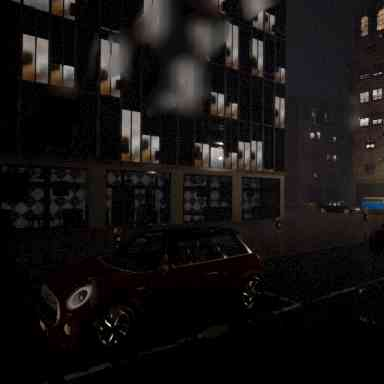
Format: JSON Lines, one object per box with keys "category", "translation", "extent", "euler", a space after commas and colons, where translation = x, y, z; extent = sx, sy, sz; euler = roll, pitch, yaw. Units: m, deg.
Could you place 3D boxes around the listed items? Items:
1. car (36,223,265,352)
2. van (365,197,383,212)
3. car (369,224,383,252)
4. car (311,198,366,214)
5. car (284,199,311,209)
{"category": "car", "translation": [-0.607, 1.441, 6.112], "extent": [4.097, 1.590, 1.967], "euler": [0, 1, -35]}
{"category": "van", "translation": [22.192, 1.524, 39.643], "extent": [1.690, 1.788, 3.998], "euler": [0, -1, -35]}
{"category": "car", "translation": [8.468, 1.567, 12.588], "extent": [4.313, 1.339, 1.947], "euler": [0, 1, -35]}
{"category": "car", "translation": [15.306, 1.620, 34.864], "extent": [2.008, 1.369, 4.403], "euler": [0, -1, -35]}
{"category": "car", "translation": [15.762, 1.787, 48.896], "extent": [1.752, 1.417, 4.829], "euler": [0, -1, -35]}
